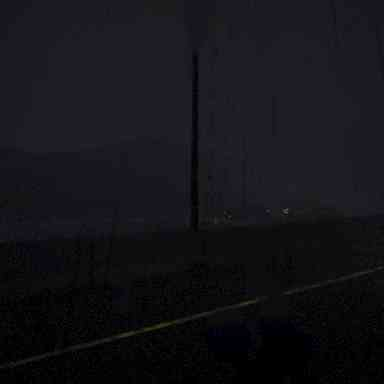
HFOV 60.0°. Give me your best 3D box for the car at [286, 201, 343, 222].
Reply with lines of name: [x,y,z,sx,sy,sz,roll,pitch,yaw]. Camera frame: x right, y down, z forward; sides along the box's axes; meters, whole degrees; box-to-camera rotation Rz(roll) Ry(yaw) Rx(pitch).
car: [9.388,1.657,24.647,5.008,1.535,1.882,1,0,-42]

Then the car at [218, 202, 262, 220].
car: [5.214,1.726,30.253,5.357,1.411,2.033,1,0,-42]

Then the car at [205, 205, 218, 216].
car: [3.727,1.732,33.615,5.357,1.411,2.033,1,0,-42]

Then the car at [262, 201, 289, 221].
car: [8.428,1.544,28.511,4.553,1.767,2.097,1,0,-42]
